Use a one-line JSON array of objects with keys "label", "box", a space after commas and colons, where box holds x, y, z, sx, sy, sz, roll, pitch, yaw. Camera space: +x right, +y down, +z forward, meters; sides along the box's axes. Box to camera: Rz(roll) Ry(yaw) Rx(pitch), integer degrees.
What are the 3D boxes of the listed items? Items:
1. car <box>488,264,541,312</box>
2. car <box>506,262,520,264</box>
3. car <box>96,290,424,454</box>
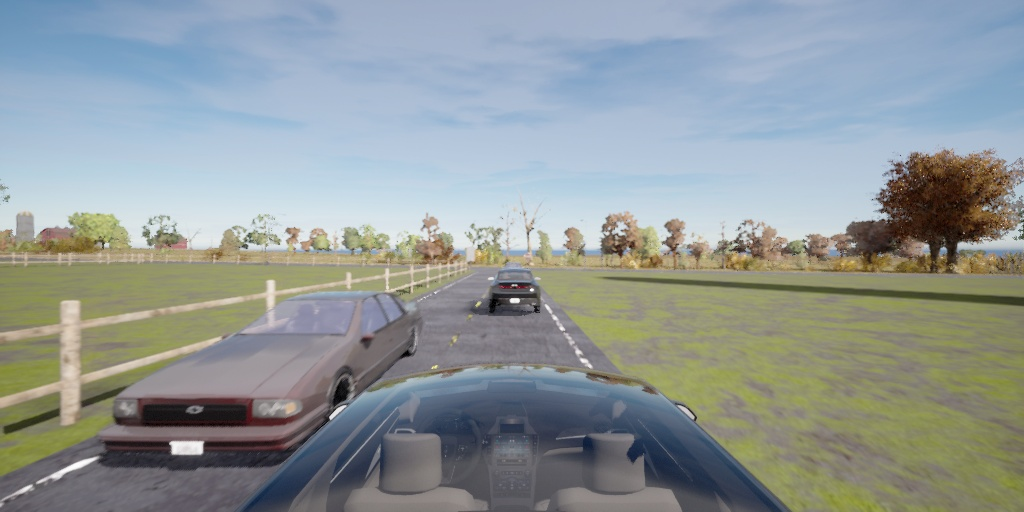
[{"label": "car", "box": [0.097, 1.237, 14.201, 1.837, 1.490, 4.892, 0, 0, 0]}, {"label": "car", "box": [0.091, 1.267, 31.231, 2.033, 1.411, 5.357, 0, 0, 0]}, {"label": "car", "box": [-2.851, 1.292, 5.806, 2.033, 1.411, 5.357, 0, 0, 0]}]
